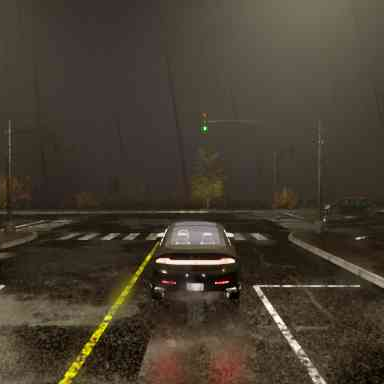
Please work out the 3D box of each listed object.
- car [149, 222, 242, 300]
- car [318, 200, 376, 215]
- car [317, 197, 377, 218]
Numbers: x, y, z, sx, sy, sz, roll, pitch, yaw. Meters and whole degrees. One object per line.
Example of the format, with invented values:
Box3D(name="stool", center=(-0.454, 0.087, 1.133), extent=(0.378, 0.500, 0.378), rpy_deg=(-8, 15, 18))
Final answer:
Box3D(name="car", center=(0.085, 1.489, 8.388), extent=(2.128, 1.511, 4.902), rpy_deg=(0, 0, 1))
Box3D(name="car", center=(14.754, 1.429, 31.768), extent=(4.718, 1.301, 1.895), rpy_deg=(0, 1, -2))
Box3D(name="car", center=(13.149, 1.232, 28.487), extent=(4.553, 1.767, 2.097), rpy_deg=(0, 1, -1))
